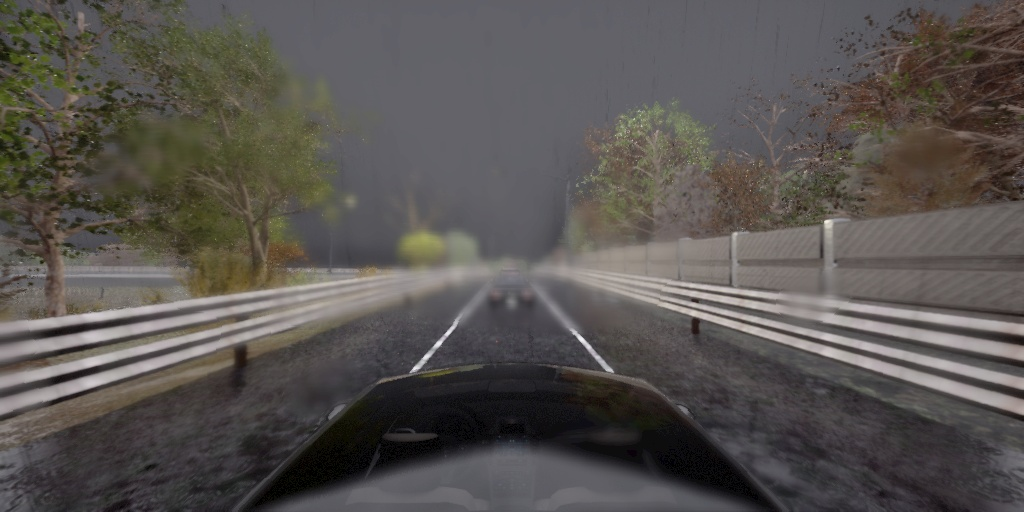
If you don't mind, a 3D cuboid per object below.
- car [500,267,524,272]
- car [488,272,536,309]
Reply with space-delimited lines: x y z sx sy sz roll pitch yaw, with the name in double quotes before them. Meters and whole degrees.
"car" 0.018 1.665 31.435 2.128 1.511 4.902 0 -1 0
"car" 0.018 1.556 16.196 1.895 1.301 4.718 0 -1 0
